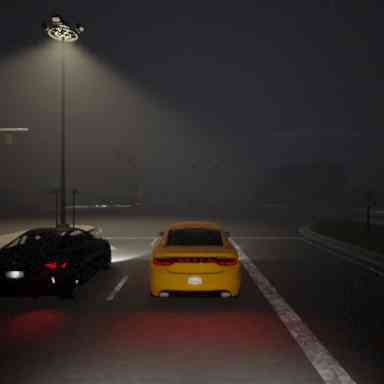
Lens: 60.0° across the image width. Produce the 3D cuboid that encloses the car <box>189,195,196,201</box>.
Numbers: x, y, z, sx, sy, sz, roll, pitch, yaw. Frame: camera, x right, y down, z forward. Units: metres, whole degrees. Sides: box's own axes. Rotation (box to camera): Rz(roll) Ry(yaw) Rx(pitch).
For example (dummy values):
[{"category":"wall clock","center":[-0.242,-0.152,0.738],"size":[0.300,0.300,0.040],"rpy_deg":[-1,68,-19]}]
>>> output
[{"category":"car","center":[0.080,1.638,87.021],"size":[1.837,1.490,4.892],"rpy_deg":[0,0,0]}]

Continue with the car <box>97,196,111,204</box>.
[{"category":"car","center":[-18.435,1.617,69.855],"size":[1.837,1.490,4.892],"rpy_deg":[0,0,0]}]

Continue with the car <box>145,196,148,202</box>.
[{"category":"car","center":[-11.428,1.631,78.216],"size":[1.837,1.490,4.892],"rpy_deg":[0,0,0]}]

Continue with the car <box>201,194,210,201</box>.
[{"category":"car","center":[3.581,1.735,87.465],"size":[1.895,1.301,4.718],"rpy_deg":[0,0,0]}]

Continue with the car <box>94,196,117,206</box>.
[{"category":"car","center":[-15.023,1.660,57.723],"size":[1.994,1.385,4.181],"rpy_deg":[0,0,0]}]

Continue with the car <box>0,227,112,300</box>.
[{"category":"car","center":[-3.428,1.578,8.484],"size":[1.994,1.385,4.181],"rpy_deg":[0,0,0]}]

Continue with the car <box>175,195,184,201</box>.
[{"category":"car","center":[-3.419,1.664,87.441],"size":[1.812,1.442,4.674],"rpy_deg":[0,0,0]}]

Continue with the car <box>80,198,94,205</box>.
[{"category":"car","center":[-18.505,1.701,59.704],"size":[1.895,1.301,4.718],"rpy_deg":[0,0,0]}]

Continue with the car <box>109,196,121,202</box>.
[{"category":"car","center":[-18.426,1.634,80.034],"size":[1.837,1.490,4.892],"rpy_deg":[0,0,0]}]

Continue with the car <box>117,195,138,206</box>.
[{"category":"car","center":[-11.520,1.646,58.924],"size":[2.033,1.411,5.357],"rpy_deg":[0,0,0]}]

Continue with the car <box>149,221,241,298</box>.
[{"category":"car","center":[0.073,1.492,8.615],"size":[1.882,1.535,5.008],"rpy_deg":[0,0,0]}]

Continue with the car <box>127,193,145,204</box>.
[{"category":"car","center":[-11.442,1.466,68.042],"size":[2.097,1.767,4.553],"rpy_deg":[0,0,0]}]

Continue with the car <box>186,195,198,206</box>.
[{"category":"car","center":[0.052,1.621,56.411],"size":[1.812,1.442,4.674],"rpy_deg":[0,0,0]}]
